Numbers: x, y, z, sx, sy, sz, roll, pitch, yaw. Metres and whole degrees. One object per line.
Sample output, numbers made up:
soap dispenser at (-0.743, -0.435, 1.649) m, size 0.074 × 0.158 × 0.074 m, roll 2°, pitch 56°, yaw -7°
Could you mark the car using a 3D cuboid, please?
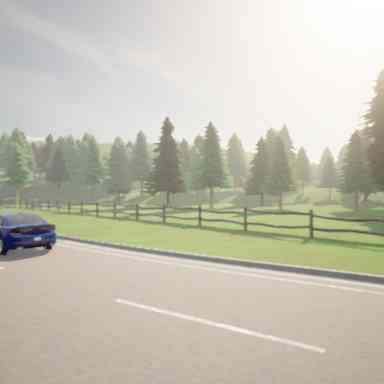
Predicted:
car at (-7.566, 1.602, 14.078) m, size 5.008 × 1.535 × 1.882 m, roll 0°, pitch 0°, yaw 43°
